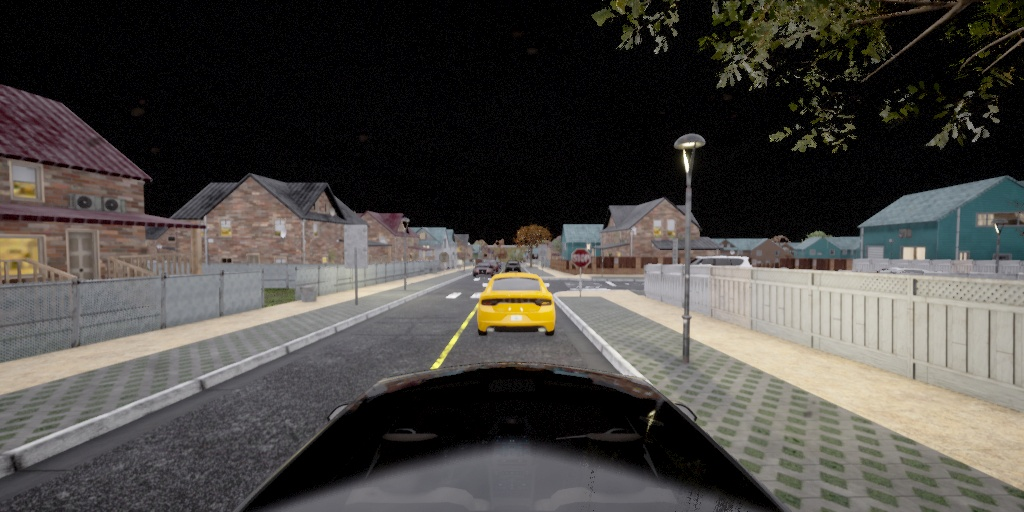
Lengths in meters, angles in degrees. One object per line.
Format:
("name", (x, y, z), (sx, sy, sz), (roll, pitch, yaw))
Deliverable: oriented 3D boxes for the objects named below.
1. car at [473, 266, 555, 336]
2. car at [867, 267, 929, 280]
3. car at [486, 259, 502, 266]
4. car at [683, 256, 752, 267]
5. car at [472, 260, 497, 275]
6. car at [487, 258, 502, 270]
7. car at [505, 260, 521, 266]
("car", (0.117, 1.223, 10.433), (1.882, 1.535, 5.008), (0, 0, 0))
("car", (24.222, 1.428, 22.640), (4.674, 1.442, 1.812), (0, 2, 14))
("car", (-2.811, 1.181, 46.273), (2.097, 1.767, 4.553), (0, 0, 0))
("car", (13.406, 1.005, 24.661), (5.566, 2.045, 2.150), (1, 2, 8))
("car", (-2.827, 1.353, 36.403), (1.994, 1.385, 4.181), (0, 0, 0))
("car", (-2.783, 1.248, 57.483), (2.097, 1.767, 4.553), (0, -1, 0))
("car", (0.125, 1.330, 45.642), (1.837, 1.490, 4.892), (0, 0, 0))
